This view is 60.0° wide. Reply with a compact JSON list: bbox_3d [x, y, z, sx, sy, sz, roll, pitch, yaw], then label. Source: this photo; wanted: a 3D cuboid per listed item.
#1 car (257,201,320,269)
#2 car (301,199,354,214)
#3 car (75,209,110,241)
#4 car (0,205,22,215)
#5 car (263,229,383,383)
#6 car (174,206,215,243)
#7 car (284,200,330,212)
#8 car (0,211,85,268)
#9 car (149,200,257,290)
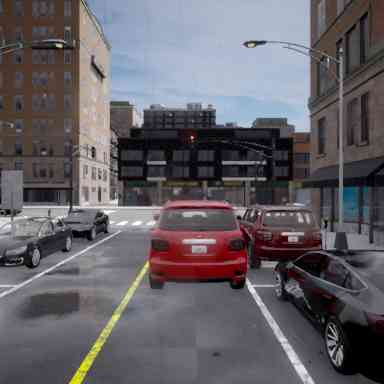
[{"bbox_3d":[2.644,1.314,11.072,2.192,1.841,5.009,0,0,0],"label":"car"},{"bbox_3d":[14.535,1.584,35.808,4.892,1.490,1.837,0,0,1],"label":"car"},{"bbox_3d":[-5.377,1.565,16.740,1.947,1.339,4.313,0,0,0],"label":"car"},{"bbox_3d":[-17.494,1.522,28.988,4.718,1.301,1.895,0,0,0],"label":"car"},{"bbox_3d":[2.640,1.566,5.409,1.947,1.339,4.313,0,0,0],"label":"car"},{"bbox_3d":[0.102,1.525,16.991,1.812,1.442,4.674,0,0,0],"label":"car"},{"bbox_3d":[13.422,1.674,39.061,4.718,1.301,1.895,0,0,0],"label":"car"},{"bbox_3d":[-5.381,1.550,11.077,2.008,1.369,4.403,0,0,0],"label":"car"},{"bbox_3d":[0.086,1.221,9.232,2.150,2.045,5.566,0,0,-1],"label":"car"}]
